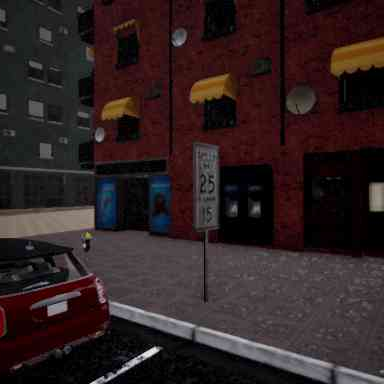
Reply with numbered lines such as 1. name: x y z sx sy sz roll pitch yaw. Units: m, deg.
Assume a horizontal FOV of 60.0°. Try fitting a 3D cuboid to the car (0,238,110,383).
1. car: -3.215 1.438 5.170 4.097 1.590 1.967 0 0 36
